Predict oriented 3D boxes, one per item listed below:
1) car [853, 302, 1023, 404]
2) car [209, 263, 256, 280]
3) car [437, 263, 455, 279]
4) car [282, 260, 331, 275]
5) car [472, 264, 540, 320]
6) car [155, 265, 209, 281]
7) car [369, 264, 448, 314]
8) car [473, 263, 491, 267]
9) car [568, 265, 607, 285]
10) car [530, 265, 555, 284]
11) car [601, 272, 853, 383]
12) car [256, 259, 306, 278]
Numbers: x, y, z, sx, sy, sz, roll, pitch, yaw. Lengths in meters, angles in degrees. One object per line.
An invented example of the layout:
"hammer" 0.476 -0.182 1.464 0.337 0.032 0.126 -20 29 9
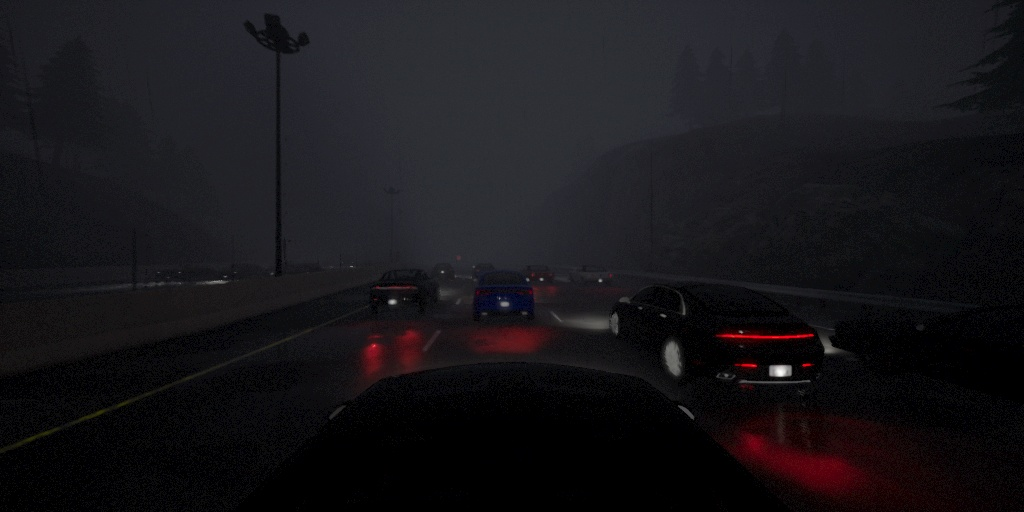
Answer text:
"car" 7.015 1.279 4.344 2.033 1.411 5.357 0 0 -1
"car" -24.084 1.313 32.105 2.033 1.411 5.357 0 0 -11
"car" -6.086 1.291 31.718 1.994 1.385 4.181 0 0 -9
"car" -16.406 1.279 28.665 1.812 1.442 4.674 0 0 -10
"car" -0.353 1.215 12.673 1.882 1.535 5.008 0 0 -3
"car" -27.305 1.376 30.255 1.895 1.301 4.718 0 0 -11
"car" -3.940 1.236 13.763 2.128 1.511 4.902 0 0 -4
"car" -2.308 1.284 30.293 1.994 1.385 4.181 0 0 -9
"car" 5.468 1.310 25.489 1.895 1.301 4.718 0 0 -7
"car" 1.756 1.317 26.881 1.895 1.301 4.718 0 0 -8
"car" 3.412 1.241 7.077 1.837 1.490 4.892 0 0 -2
"car" -20.647 1.250 32.577 2.128 1.511 4.902 0 0 -11
